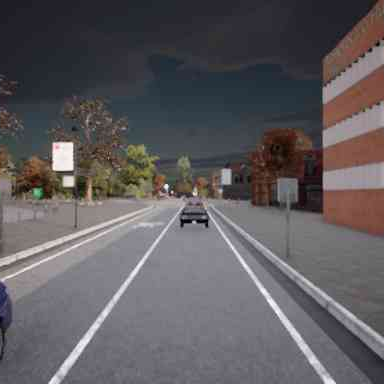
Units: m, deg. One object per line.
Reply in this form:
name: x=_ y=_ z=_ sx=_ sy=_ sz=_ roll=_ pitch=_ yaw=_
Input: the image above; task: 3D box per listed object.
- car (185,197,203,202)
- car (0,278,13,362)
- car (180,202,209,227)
car: x=0.278 y=1.337 z=40.794 sx=2.097 sy=1.767 sz=4.553 roll=0 pitch=0 yaw=0
car: x=-3.347 y=1.531 z=2.778 sx=1.812 sy=1.442 sz=4.674 roll=0 pitch=0 yaw=0
car: x=0.158 y=1.606 z=23.001 sx=1.895 sy=1.301 sz=4.718 roll=0 pitch=0 yaw=0
